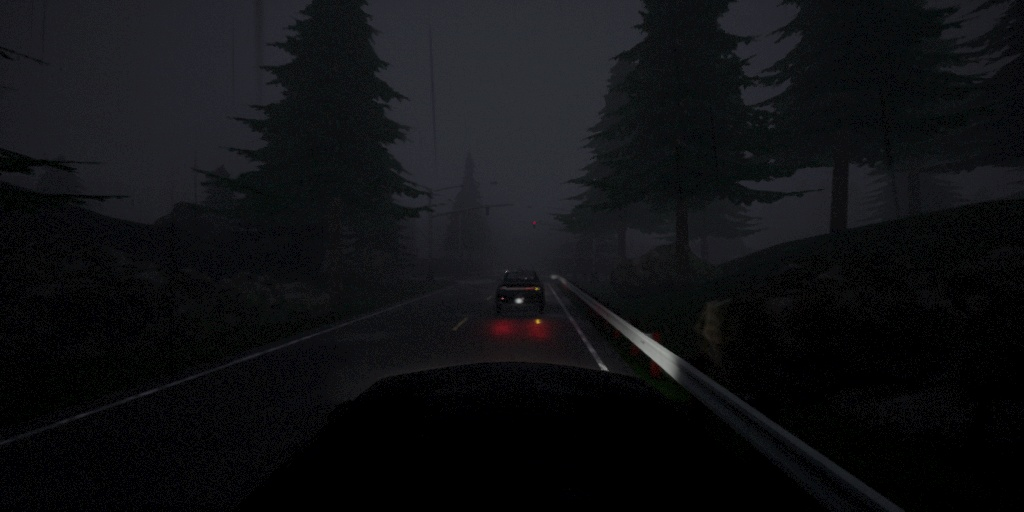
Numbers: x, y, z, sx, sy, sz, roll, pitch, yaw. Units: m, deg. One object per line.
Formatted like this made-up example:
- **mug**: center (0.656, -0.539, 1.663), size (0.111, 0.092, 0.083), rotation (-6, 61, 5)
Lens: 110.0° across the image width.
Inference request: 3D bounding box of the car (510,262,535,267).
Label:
- **car**: center (1.216, 1.508, 29.839), size (2.128, 1.511, 4.902), rotation (0, 0, 3)

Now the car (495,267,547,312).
- **car**: center (0.403, 1.368, 14.863), size (2.128, 1.511, 4.902), rotation (0, 0, 4)
